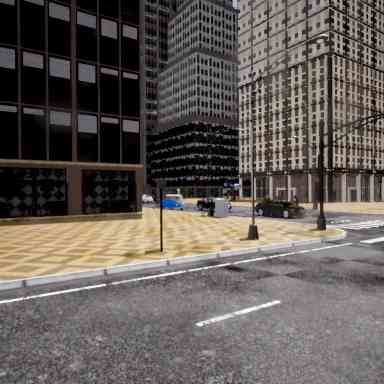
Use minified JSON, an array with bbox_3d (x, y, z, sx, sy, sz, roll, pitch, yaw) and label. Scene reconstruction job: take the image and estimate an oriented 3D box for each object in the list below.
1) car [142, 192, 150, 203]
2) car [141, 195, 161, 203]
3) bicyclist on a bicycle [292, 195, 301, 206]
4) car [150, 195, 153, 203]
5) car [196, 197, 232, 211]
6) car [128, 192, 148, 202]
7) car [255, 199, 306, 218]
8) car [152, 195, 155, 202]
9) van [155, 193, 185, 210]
[{"bbox_3d":[-8.554,1.254,58.998,1.812,1.442,4.674,-1,1,-34],"label":"car"},{"bbox_3d":[-7.829,1.239,62.563,1.887,1.381,4.507,0,0,-34],"label":"car"},{"bbox_3d":[11.998,1.119,38.415,1.656,1.620,0.582,-1,1,-34],"label":"bicyclist on a bicycle"},{"bbox_3d":[-4.732,1.036,57.969,2.192,1.841,5.009,0,0,-34],"label":"car"},{"bbox_3d":[2.417,1.362,37.004,2.128,1.511,4.902,-1,1,-34],"label":"car"},{"bbox_3d":[-10.927,0.982,67.155,2.192,1.841,5.009,0,0,-34],"label":"car"},{"bbox_3d":[7.684,1.420,29.191,1.837,1.490,4.892,-1,1,-34],"label":"car"},{"bbox_3d":[-3.226,1.349,45.388,1.812,1.442,4.674,-1,1,-34],"label":"car"},{"bbox_3d":[-2.389,1.211,39.506,1.690,1.788,3.998,0,0,-34],"label":"van"}]
